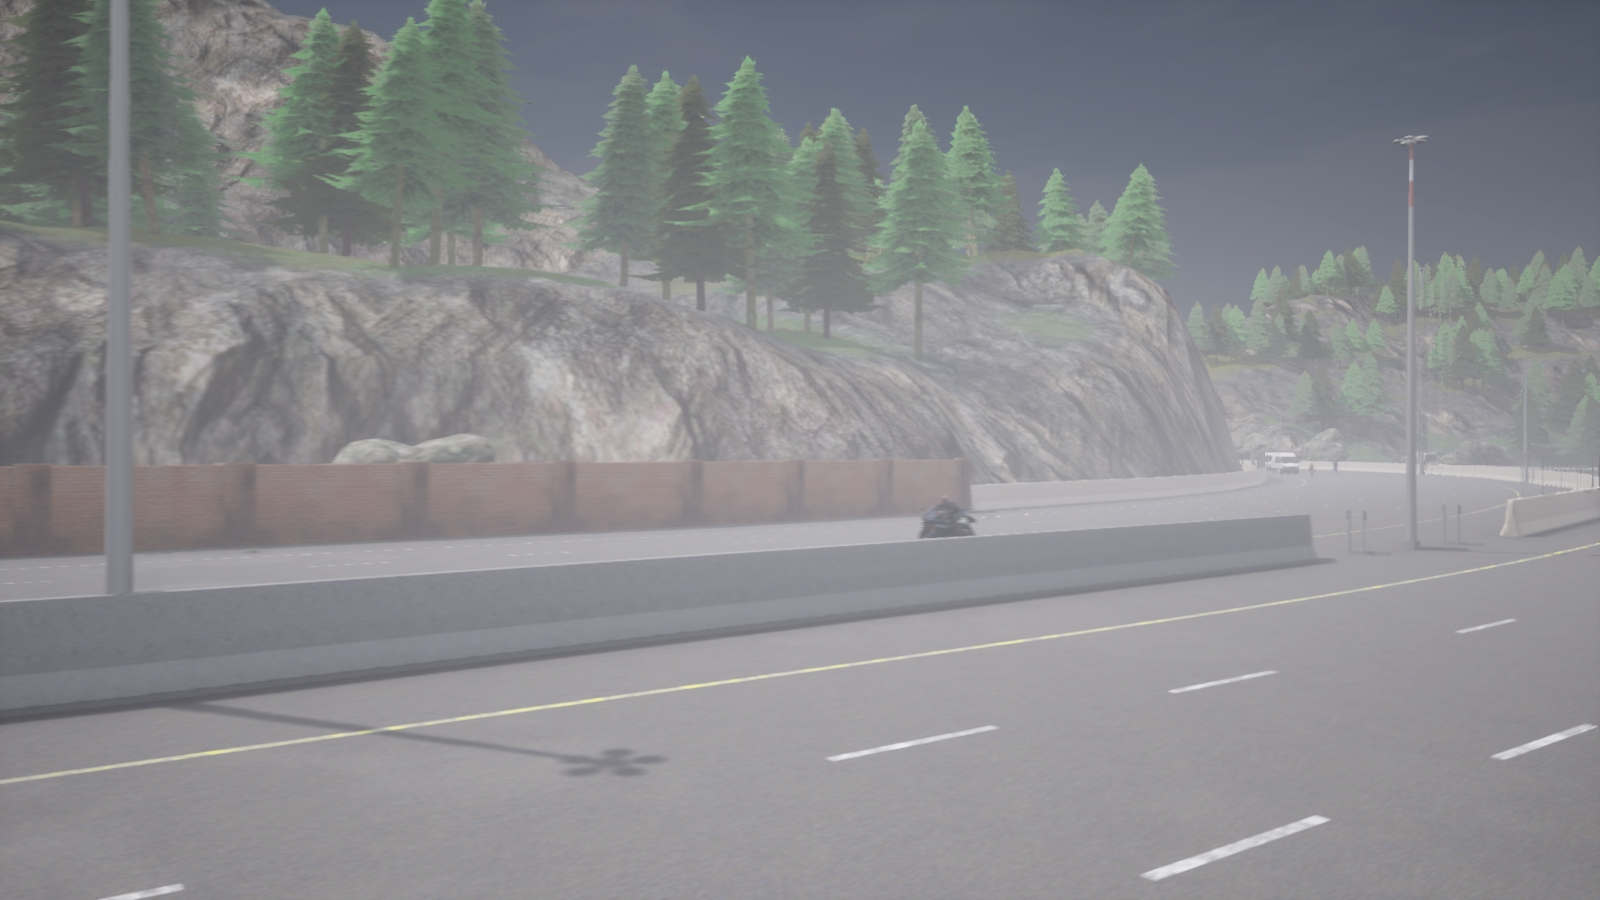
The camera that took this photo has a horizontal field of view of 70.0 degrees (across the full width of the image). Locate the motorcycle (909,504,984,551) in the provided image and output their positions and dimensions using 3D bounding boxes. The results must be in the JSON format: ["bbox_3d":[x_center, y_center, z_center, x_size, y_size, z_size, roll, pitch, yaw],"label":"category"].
[{"bbox_3d":[4.234,2.215,32.924,2.209,1.251,0.867,0,-1,-39],"label":"motorcycle"}]
